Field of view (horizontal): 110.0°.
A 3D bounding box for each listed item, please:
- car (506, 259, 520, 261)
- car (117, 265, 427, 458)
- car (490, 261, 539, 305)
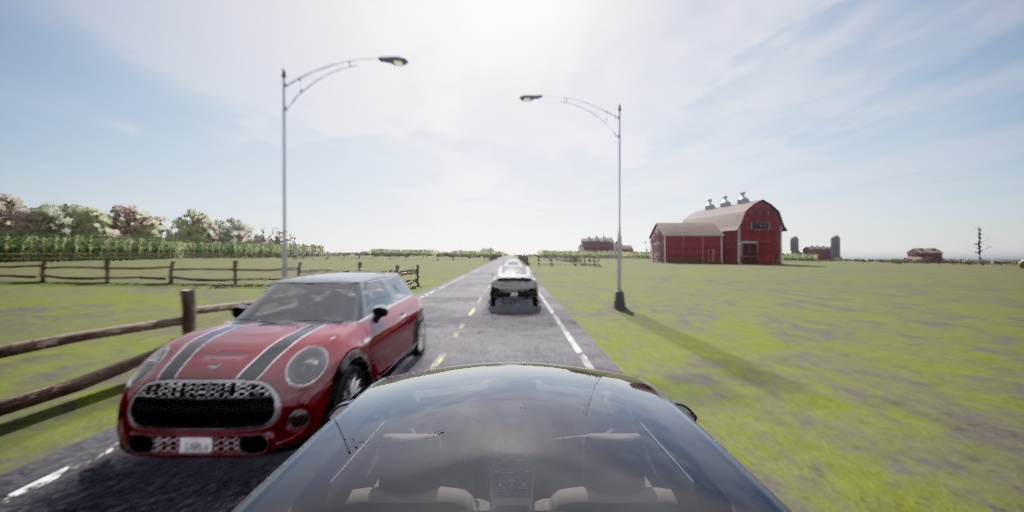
[{"bbox_3d":[0.091,1.026,32.783,1.812,1.442,4.674,0,0,0],"label":"car"},{"bbox_3d":[-2.804,1.072,5.436,2.097,1.767,4.553,0,1,0],"label":"car"},{"bbox_3d":[0.088,1.136,15.189,2.128,1.511,4.902,0,1,0],"label":"car"}]
